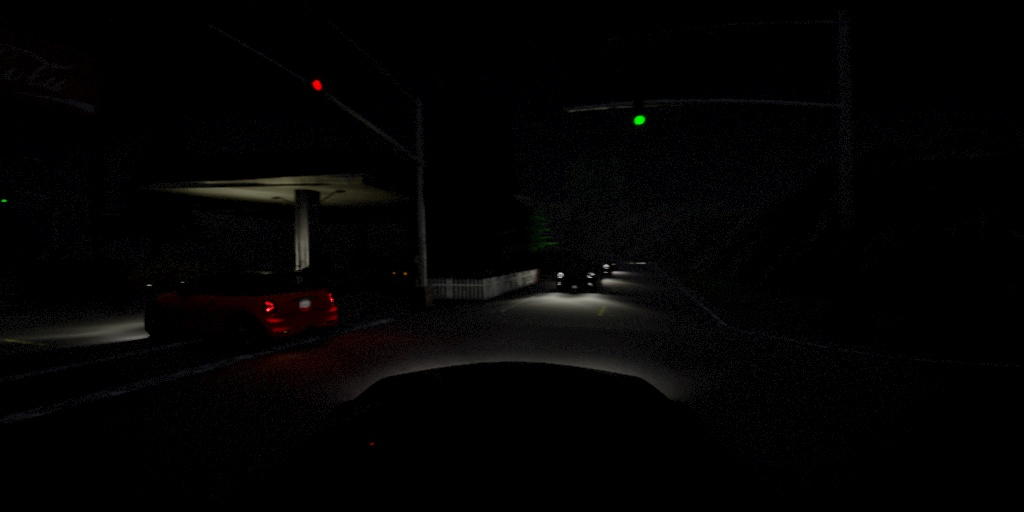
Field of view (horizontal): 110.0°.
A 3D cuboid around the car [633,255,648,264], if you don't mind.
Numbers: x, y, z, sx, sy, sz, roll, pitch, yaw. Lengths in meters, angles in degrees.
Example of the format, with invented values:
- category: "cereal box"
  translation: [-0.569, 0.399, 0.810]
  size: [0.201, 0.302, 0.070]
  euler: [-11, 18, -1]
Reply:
- category: "car"
  translation: [20.087, 0.541, 56.089]
  size: [1.994, 1.385, 4.181]
  euler: [-1, 1, 17]

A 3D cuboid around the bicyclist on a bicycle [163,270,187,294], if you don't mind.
- category: "bicyclist on a bicycle"
  translation: [-16.069, 1.471, 16.949]
  size: [0.582, 1.620, 1.656]
  euler: [-1, 0, 21]

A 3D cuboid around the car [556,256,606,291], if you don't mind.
- category: "car"
  translation: [3.933, 0.972, 20.527]
  size: [2.097, 1.767, 4.553]
  euler: [-1, 1, 19]

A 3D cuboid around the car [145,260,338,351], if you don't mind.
- category: "car"
  translation: [-6.704, 1.107, 8.914]
  size: [4.553, 1.767, 2.097]
  euler: [0, 1, 20]

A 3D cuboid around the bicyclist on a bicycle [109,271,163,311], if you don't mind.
- category: "bicyclist on a bicycle"
  translation: [-15.935, 1.451, 15.051]
  size: [1.656, 1.620, 0.582]
  euler: [0, 0, -10]

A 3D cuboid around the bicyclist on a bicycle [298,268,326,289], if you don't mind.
- category: "bicyclist on a bicycle"
  translation: [-7.327, 1.249, 13.028]
  size: [1.656, 1.620, 0.582]
  euler: [0, -2, 0]

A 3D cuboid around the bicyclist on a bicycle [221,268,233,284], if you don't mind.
- category: "bicyclist on a bicycle"
  translation: [-14.729, 1.440, 18.581]
  size: [0.582, 1.620, 1.656]
  euler: [-1, 0, -31]

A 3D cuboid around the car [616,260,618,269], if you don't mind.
- category: "car"
  translation: [10.559, 0.840, 39.535]
  size: [1.812, 1.442, 4.674]
  euler: [-1, 1, 19]

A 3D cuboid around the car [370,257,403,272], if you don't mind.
- category: "car"
  translation: [-19.558, 1.281, 56.096]
  size: [1.994, 1.385, 4.181]
  euler: [-1, 1, 19]

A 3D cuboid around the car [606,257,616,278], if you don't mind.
- category: "car"
  translation: [7.230, 0.819, 30.014]
  size: [2.097, 1.767, 4.553]
  euler: [-1, 1, 19]
